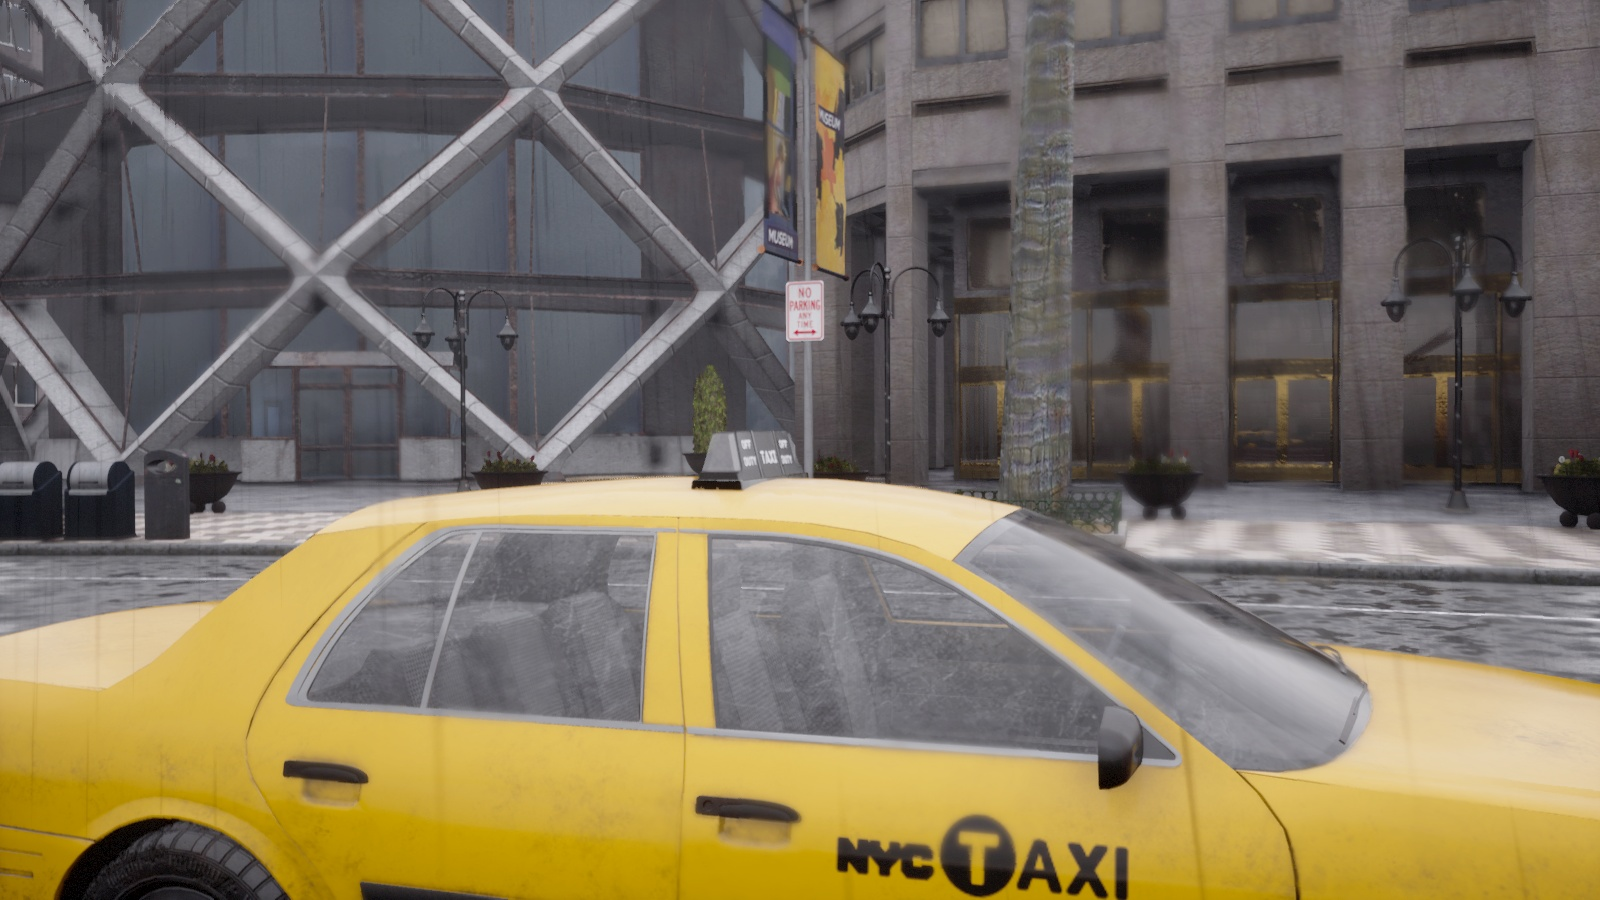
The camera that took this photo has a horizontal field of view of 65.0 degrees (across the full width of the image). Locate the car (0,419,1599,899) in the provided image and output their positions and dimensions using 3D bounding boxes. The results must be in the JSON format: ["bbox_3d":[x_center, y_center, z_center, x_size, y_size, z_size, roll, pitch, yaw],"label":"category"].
[{"bbox_3d":[-0.019,0.716,3.262,5.366,1.575,1.801,0,1,17],"label":"car"}]
